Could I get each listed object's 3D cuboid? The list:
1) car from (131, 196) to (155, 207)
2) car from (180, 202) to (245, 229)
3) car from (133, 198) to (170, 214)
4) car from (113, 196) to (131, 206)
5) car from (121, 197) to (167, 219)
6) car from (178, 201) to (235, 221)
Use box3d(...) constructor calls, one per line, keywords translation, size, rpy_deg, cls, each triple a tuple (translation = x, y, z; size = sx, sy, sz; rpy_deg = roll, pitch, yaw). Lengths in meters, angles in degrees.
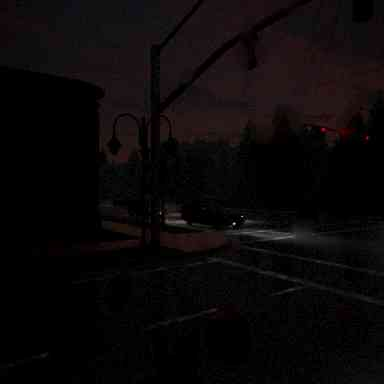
box3d(translation=(-7.997, 1.505, 53.761), size=(1.837, 1.490, 4.892), rpy_deg=(0, 0, -35), cls="car")
box3d(translation=(1.287, 1.601, 21.875), size=(1.895, 1.301, 4.718), rpy_deg=(0, 0, -35), cls="car")
box3d(translation=(-4.532, 1.478, 36.337), size=(1.882, 1.535, 5.008), rpy_deg=(0, 0, -34), cls="car")
box3d(translation=(-10.561, 1.352, 51.316), size=(2.097, 1.767, 4.553), rpy_deg=(0, 0, -35), cls="car")
box3d(translation=(-4.053, 1.492, 29.513), size=(2.128, 1.511, 4.902), rpy_deg=(0, 0, -35), cls="car")
box3d(translation=(1.084, 1.547, 28.264), size=(2.033, 1.411, 5.357), rpy_deg=(0, 0, -35), cls="car")
